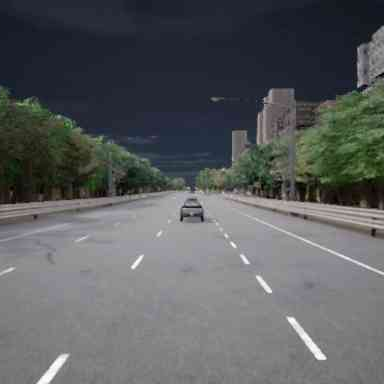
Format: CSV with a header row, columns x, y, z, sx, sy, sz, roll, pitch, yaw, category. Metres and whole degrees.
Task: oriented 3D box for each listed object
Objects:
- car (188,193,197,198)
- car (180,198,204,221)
x,y,z,sx,sy,sz,roll,pitch,yaw,category
0.003,1.423,54.639,1.837,1.490,4.892,0,0,0,car
0.000,1.478,27.504,2.128,1.511,4.902,0,0,0,car
